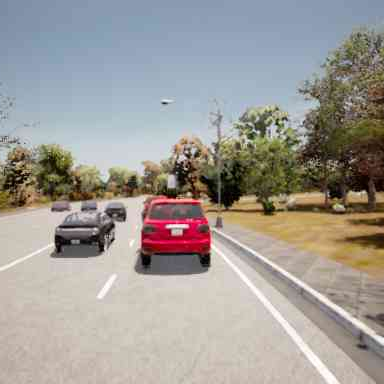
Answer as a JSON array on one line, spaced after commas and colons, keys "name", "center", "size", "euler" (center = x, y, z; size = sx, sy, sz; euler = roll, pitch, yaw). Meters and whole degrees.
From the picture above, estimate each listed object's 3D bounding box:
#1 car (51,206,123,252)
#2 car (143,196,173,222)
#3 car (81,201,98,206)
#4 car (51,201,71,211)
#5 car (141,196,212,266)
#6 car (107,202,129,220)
[{"name": "car", "center": [-4.408, 1.578, 14.277], "size": [2.128, 1.511, 4.902], "euler": [0, 0, -6]}, {"name": "car", "center": [-3.074, 1.382, 29.046], "size": [2.150, 2.045, 5.566], "euler": [0, 0, -10]}, {"name": "car", "center": [-13.333, 1.819, 43.452], "size": [1.994, 1.385, 4.181], "euler": [0, 0, -12]}, {"name": "car", "center": [-16.751, 1.820, 42.698], "size": [1.994, 1.385, 4.181], "euler": [0, 0, -12]}, {"name": "car", "center": [-0.651, 1.282, 12.036], "size": [2.150, 2.045, 5.566], "euler": [0, -1, -5]}, {"name": "car", "center": [-6.738, 1.676, 29.552], "size": [1.837, 1.490, 4.892], "euler": [0, 0, -10]}]
